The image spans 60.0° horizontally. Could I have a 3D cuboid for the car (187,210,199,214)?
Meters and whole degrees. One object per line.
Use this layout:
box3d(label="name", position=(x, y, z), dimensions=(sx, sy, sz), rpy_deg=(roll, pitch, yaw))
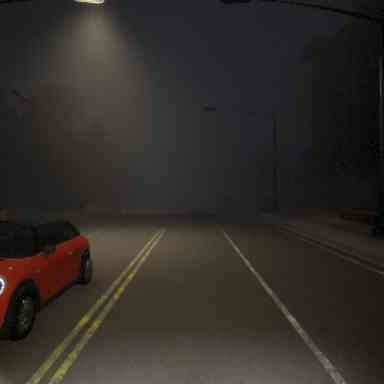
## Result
box3d(label="car", position=(0.106, 3.528, 49.994), dimensions=(2.128, 1.511, 4.902), rpy_deg=(0, -10, 0))

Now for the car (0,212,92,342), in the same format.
box3d(label="car", position=(-3.581, 1.356, 6.536), dimensions=(2.097, 1.767, 4.553), rpy_deg=(0, 0, 0))
